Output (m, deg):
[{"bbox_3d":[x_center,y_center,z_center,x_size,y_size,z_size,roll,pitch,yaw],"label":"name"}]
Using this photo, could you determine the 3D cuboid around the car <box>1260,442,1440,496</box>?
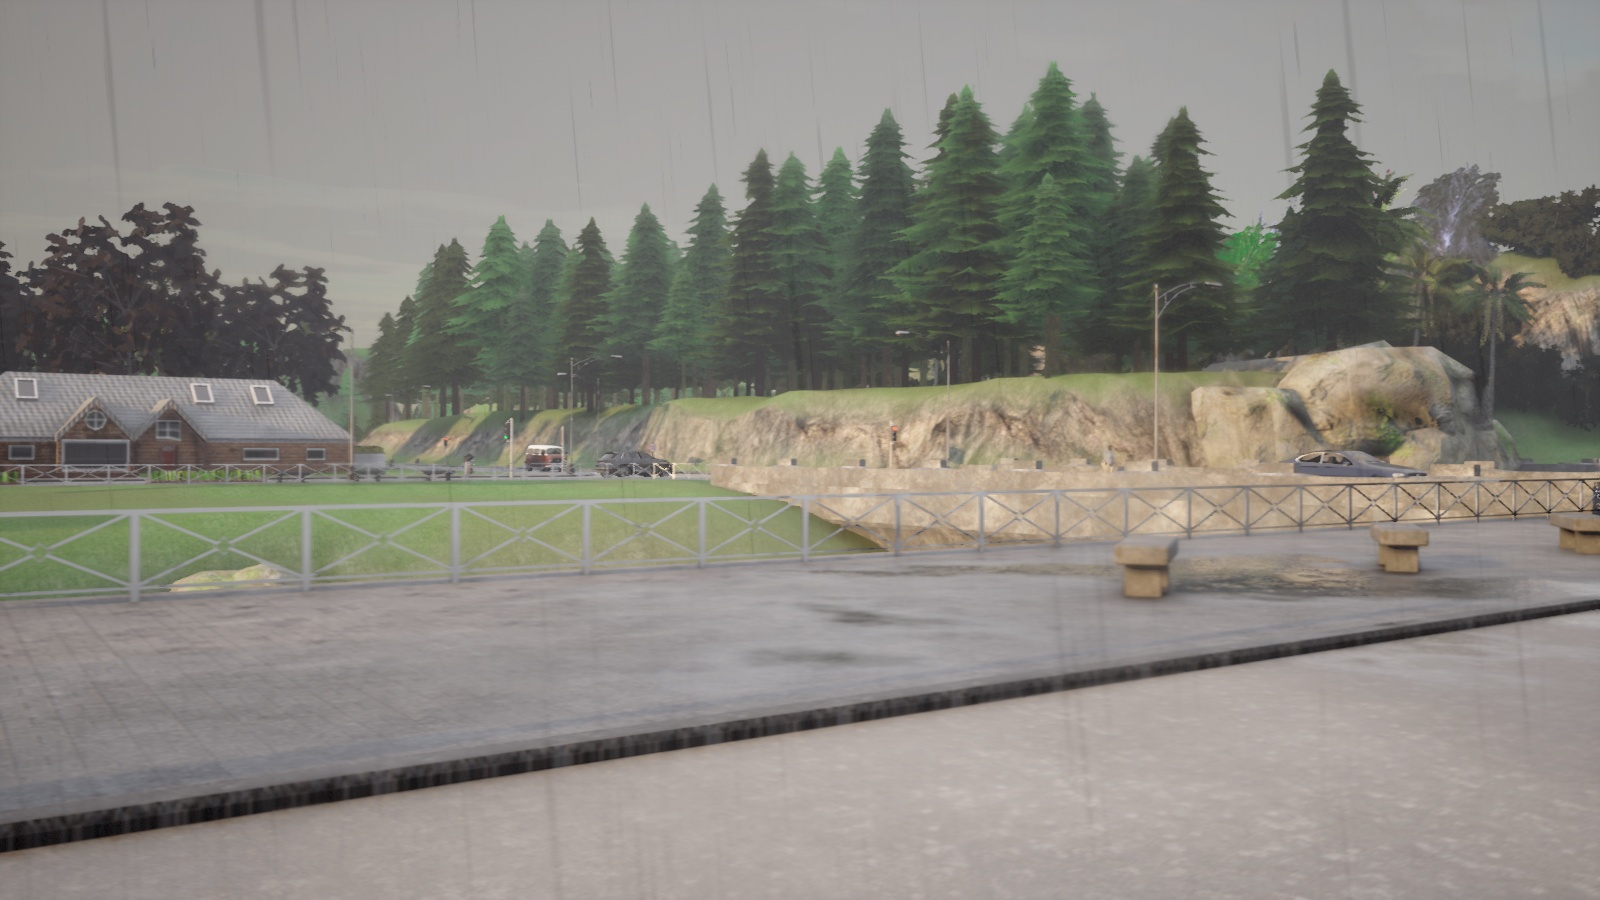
[{"bbox_3d":[17.944,0.587,41.235,2.152,1.651,5.027,0,0,-35],"label":"car"}]

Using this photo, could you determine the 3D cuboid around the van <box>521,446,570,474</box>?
[{"bbox_3d":[-19.219,0.738,94.668,2.069,2.038,4.480,0,0,-35],"label":"van"}]

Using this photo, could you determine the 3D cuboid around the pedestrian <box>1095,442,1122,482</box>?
[{"bbox_3d":[14.656,0.570,59.709,0.874,1.855,0.900,0,0,-34],"label":"pedestrian"}]

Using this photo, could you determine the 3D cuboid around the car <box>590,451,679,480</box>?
[{"bbox_3d":[-9.601,0.875,73.214,4.856,1.649,2.033,0,0,-44],"label":"car"}]
